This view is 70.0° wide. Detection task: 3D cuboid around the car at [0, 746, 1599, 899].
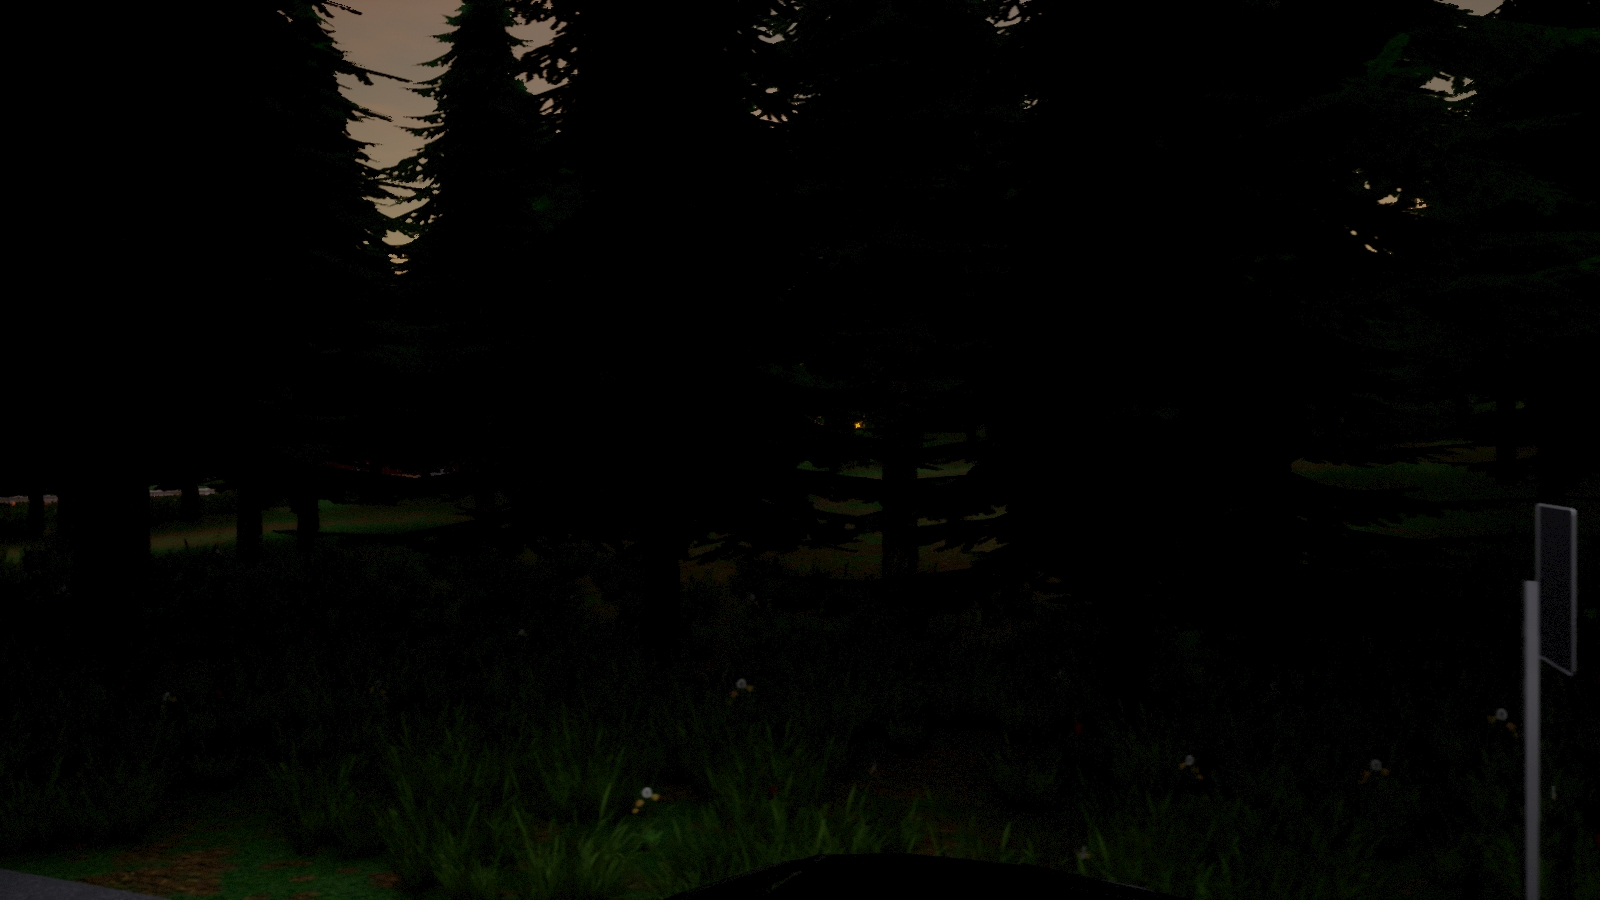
[{"bbox_3d":[0.050,2.061,3.257,4.792,1.488,2.163,0,0,20],"label":"car"}]
